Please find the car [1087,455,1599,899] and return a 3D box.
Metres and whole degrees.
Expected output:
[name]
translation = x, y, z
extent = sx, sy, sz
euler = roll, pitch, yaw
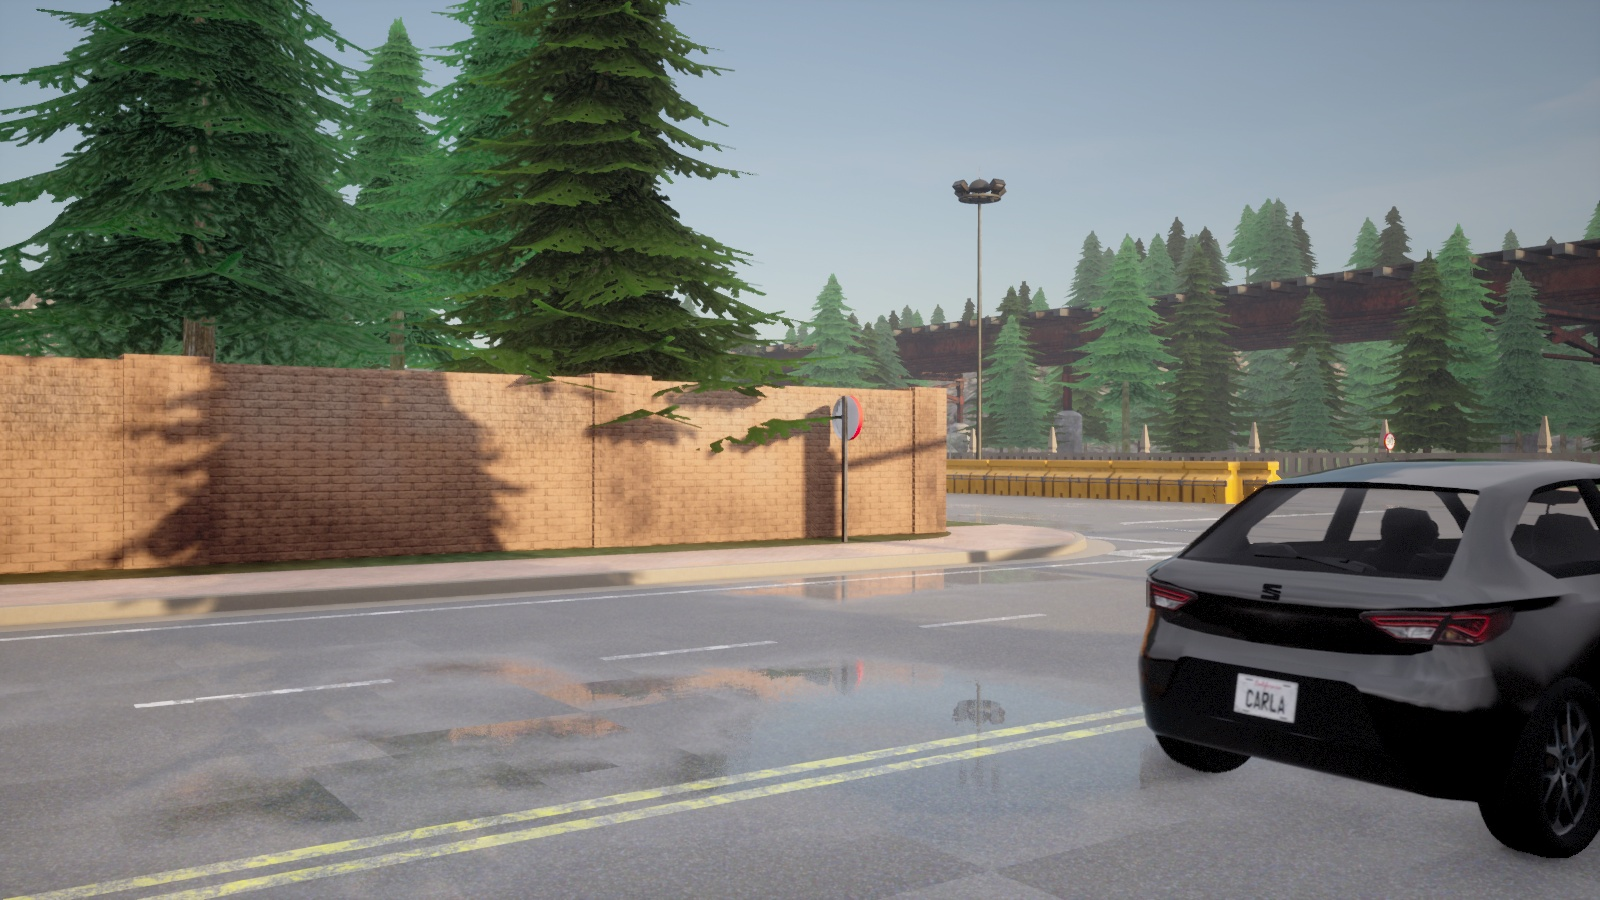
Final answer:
[car]
translation = 3.536, 0.766, 6.122
extent = 4.193, 1.474, 1.816
euler = 0, 0, -35
